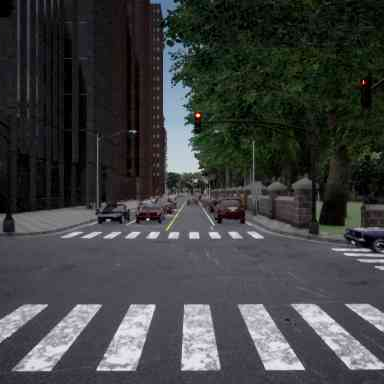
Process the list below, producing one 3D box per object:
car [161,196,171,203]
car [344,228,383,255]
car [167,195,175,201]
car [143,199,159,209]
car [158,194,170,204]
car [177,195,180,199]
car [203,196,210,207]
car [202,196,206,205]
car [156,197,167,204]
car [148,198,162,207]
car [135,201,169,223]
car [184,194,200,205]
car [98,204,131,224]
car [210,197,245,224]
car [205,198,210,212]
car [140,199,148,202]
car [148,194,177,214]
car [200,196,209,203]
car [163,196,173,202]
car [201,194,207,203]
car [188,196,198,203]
[{"bbox_3d":[-5.734,1.611,74.150,1.887,1.381,4.507,0,0,0],"label":"car"},{"bbox_3d":[8.843,1.808,13.503,4.718,1.301,1.895,1,0,4],"label":"car"},{"bbox_3d":[-5.727,1.533,90.522,1.967,1.590,4.097,0,0,0],"label":"car"},{"bbox_3d":[-5.744,1.616,46.865,1.802,1.307,4.206,0,0,0],"label":"car"},{"bbox_3d":[-5.736,1.374,68.694,2.192,1.841,5.009,0,0,0],"label":"car"},{"bbox_3d":[-3.072,1.538,45.709,1.837,1.490,4.892,0,0,0],"label":"car"},{"bbox_3d":[2.779,1.579,41.412,2.008,1.369,4.403,0,0,0],"label":"car"},{"bbox_3d":[2.781,1.585,46.869,2.008,1.369,4.403,0,0,0],"label":"car"},{"bbox_3d":[-5.738,1.634,63.236,1.802,1.307,4.206,0,0,0],"label":"car"},{"bbox_3d":[-5.742,1.622,52.322,1.802,1.307,4.206,0,0,0],"label":"car"},{"bbox_3d":[-3.090,1.612,25.483,1.895,1.301,4.718,0,0,0],"label":"car"},{"bbox_3d":[0.122,1.538,59.173,2.128,1.511,4.902,0,0,0],"label":"car"},{"bbox_3d":[-5.753,1.576,25.037,1.947,1.339,4.313,0,0,0],"label":"car"},{"bbox_3d":[2.772,1.325,25.043,2.192,1.841,5.009,0,0,0],"label":"car"},{"bbox_3d":[2.777,1.588,35.955,1.947,1.339,4.313,0,0,0],"label":"car"},{"bbox_3d":[-5.747,1.579,41.408,2.008,1.369,4.403,0,0,0],"label":"car"},{"bbox_3d":[-3.085,1.373,35.475,2.097,1.767,4.553,0,0,1],"label":"car"},{"bbox_3d":[2.791,1.592,74.321,1.752,1.417,4.829,0,0,0],"label":"car"},{"bbox_3d":[-5.732,1.619,79.607,1.887,1.381,4.507,0,0,0],"label":"car"},{"bbox_3d":[2.783,1.480,52.325,1.967,1.590,4.097,0,0,0],"label":"car"},{"bbox_3d":[0.129,1.623,69.776,1.994,1.385,4.181,0,0,0],"label":"car"}]
